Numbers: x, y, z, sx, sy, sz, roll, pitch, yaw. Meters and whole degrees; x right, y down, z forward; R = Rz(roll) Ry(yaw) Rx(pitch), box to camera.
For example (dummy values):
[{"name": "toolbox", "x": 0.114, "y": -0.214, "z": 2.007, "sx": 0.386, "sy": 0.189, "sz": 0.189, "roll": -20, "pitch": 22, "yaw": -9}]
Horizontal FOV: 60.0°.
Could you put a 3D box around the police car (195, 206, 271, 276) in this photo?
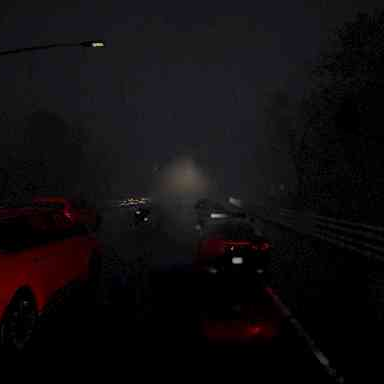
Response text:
[{"name": "police car", "x": 1.143, "y": 1.471, "z": 10.671, "sx": 1.930, "sy": 1.638, "sz": 5.238, "roll": 0, "pitch": 0, "yaw": 1}]

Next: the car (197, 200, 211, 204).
[{"name": "car", "x": 1.547, "y": 1.623, "z": 26.355, "sx": 1.837, "sy": 1.490, "sz": 4.892, "roll": 0, "pitch": 0, "yaw": 2}]

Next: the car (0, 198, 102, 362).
[{"name": "car", "x": -3.351, "y": 1.247, "z": 6.076, "sx": 2.150, "sy": 2.045, "sz": 5.566, "roll": 0, "pitch": 0, "yaw": 1}]

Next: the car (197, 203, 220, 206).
[{"name": "car", "x": 1.357, "y": 1.615, "z": 20.434, "sx": 1.812, "sy": 1.442, "sz": 4.674, "roll": 0, "pitch": 0, "yaw": 2}]

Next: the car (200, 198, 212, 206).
[{"name": "car", "x": 2.627, "y": 1.856, "z": 62.739, "sx": 2.033, "sy": 1.411, "sz": 5.357, "roll": 0, "pitch": 0, "yaw": 5}]

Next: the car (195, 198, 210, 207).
[{"name": "car", "x": 1.488, "y": 1.784, "z": 46.726, "sx": 1.994, "sy": 1.385, "sz": 4.181, "roll": 0, "pitch": 0, "yaw": 4}]

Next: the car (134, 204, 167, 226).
[{"name": "car", "x": -2.951, "y": 1.599, "z": 24.395, "sx": 2.128, "sy": 1.511, "sz": 4.902, "roll": 0, "pitch": 0, "yaw": 2}]
